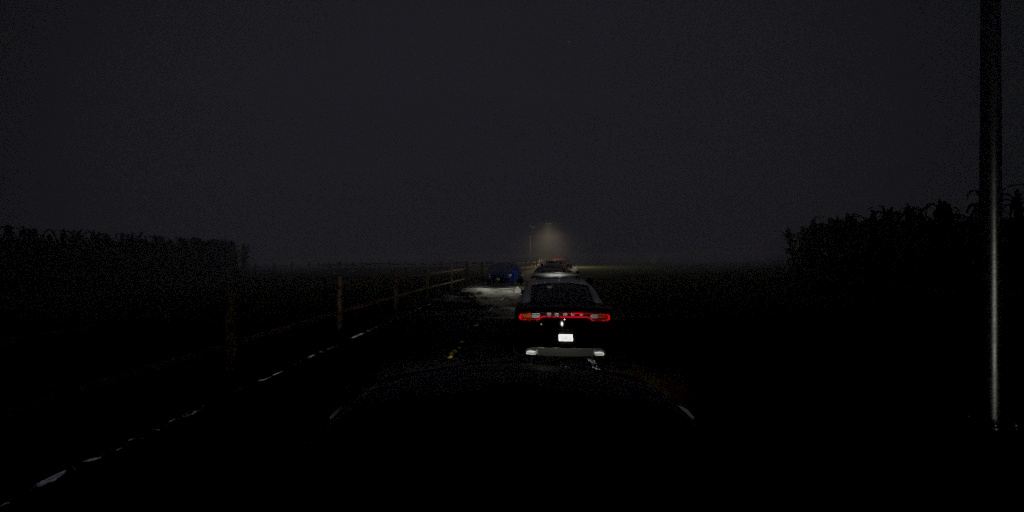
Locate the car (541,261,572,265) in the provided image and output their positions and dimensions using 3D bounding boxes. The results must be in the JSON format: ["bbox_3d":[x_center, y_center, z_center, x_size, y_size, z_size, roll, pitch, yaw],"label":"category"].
[{"bbox_3d":[1.981,1.218,18.326,1.882,1.535,5.008,0,0,7],"label":"car"}]

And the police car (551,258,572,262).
[{"bbox_3d":[2.874,1.159,24.279,1.930,1.638,5.238,0,0,10],"label":"police car"}]

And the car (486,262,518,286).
[{"bbox_3d":[-0.464,1.212,25.302,1.882,1.535,5.008,0,0,10],"label":"car"}]

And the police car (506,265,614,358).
[{"bbox_3d":[1.063,1.173,8.632,1.930,1.638,5.238,0,0,3],"label":"police car"}]
